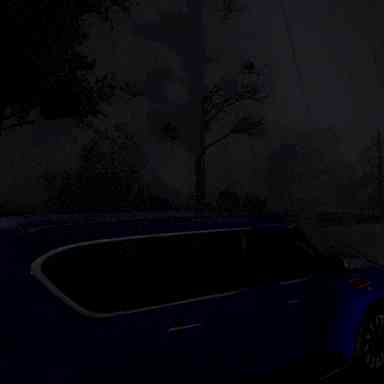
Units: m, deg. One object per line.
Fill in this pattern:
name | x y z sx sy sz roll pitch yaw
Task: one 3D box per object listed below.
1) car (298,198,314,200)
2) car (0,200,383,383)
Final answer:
car | 15.700 1.566 45.313 2.033 1.411 5.357 0 0 -27
car | 0.200 1.221 3.844 5.566 2.045 2.150 0 0 -35
